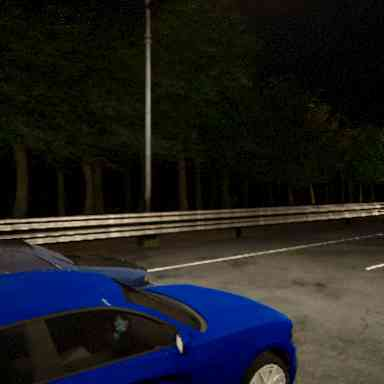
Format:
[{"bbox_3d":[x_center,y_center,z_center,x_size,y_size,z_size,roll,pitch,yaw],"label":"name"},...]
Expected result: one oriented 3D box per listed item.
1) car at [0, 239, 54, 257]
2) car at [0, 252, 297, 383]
[{"bbox_3d":[-3.374,1.546,5.638,5.357,1.411,2.033,0,0,-35],"label":"car"},{"bbox_3d":[-1.158,1.476,2.918,5.008,1.535,1.882,0,0,-35],"label":"car"}]
